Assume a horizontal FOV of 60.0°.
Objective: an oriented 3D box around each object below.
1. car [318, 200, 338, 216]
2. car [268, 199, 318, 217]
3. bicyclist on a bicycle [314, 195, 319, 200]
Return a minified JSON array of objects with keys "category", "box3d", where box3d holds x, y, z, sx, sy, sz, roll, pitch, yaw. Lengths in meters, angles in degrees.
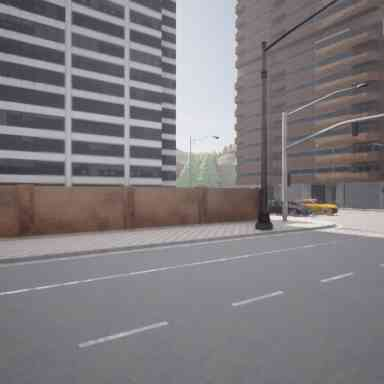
[{"category":"car","box3d":[12.001,1.477,33.143,1.882,1.535,5.008,0,0,-37]},{"category":"car","box3d":[8.950,1.504,31.333,1.837,1.490,4.892,0,0,-36]},{"category":"bicyclist on a bicycle","box3d":[17.250,1.300,46.287,1.656,1.620,0.582,0,0,-36]}]
